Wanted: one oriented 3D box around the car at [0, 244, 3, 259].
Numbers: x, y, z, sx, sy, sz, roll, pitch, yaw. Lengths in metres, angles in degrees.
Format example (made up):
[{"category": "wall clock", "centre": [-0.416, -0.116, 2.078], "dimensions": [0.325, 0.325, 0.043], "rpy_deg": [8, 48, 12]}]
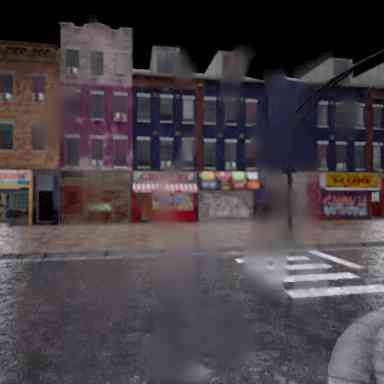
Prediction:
[{"category": "car", "centre": [-7.471, 1.579, 8.537], "dimensions": [4.718, 1.301, 1.895], "rpy_deg": [0, 0, 15]}]
